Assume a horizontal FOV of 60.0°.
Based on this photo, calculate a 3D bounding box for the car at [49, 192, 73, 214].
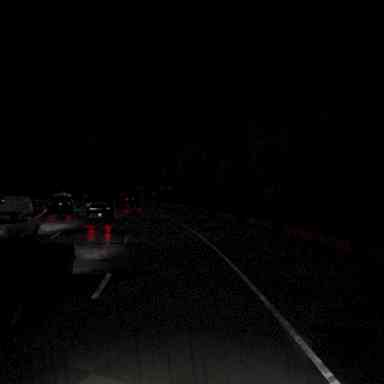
[{"bbox_3d":[-13.043,1.175,33.193,2.097,1.767,4.553,0,0,-19],"label":"car"}]

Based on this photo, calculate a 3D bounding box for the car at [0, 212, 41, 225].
[{"bbox_3d":[-8.283,1.527,14.807,1.895,1.301,4.718,0,0,-9],"label":"car"}]

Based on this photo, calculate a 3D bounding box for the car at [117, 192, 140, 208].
[{"bbox_3d":[-8.535,0.968,44.232,2.150,2.045,5.566,0,0,-24],"label":"car"}]

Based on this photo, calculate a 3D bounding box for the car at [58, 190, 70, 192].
[{"bbox_3d":[-28.161,0.689,72.435,2.150,2.045,5.566,0,0,-44],"label":"car"}]

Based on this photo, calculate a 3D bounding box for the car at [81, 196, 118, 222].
[{"bbox_3d":[-6.913,1.350,25.144,2.128,1.511,4.902,0,0,-14],"label":"car"}]

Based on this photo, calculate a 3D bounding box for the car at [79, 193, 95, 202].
[{"bbox_3d":[-19.024,1.016,60.913,2.097,1.767,4.553,0,0,-35],"label":"car"}]

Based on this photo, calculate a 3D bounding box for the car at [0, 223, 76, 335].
[{"bbox_3d":[-3.801,1.568,6.531,1.895,1.301,4.718,0,0,-4],"label":"car"}]
